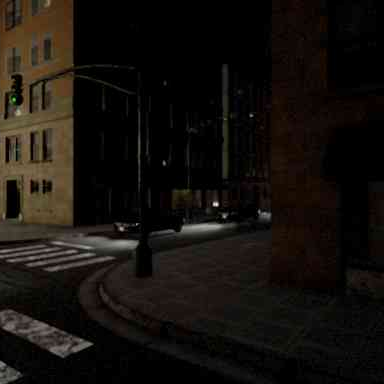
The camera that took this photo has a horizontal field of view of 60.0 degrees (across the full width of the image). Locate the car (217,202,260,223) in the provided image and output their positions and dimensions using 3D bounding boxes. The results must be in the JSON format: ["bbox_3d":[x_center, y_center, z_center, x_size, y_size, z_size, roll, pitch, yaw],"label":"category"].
[{"bbox_3d":[3.879,1.606,27.056,2.128,1.511,4.902,0,0,36],"label":"car"}]

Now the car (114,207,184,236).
[{"bbox_3d":[-2.217,1.584,18.527,1.812,1.442,4.674,0,0,34],"label":"car"}]
